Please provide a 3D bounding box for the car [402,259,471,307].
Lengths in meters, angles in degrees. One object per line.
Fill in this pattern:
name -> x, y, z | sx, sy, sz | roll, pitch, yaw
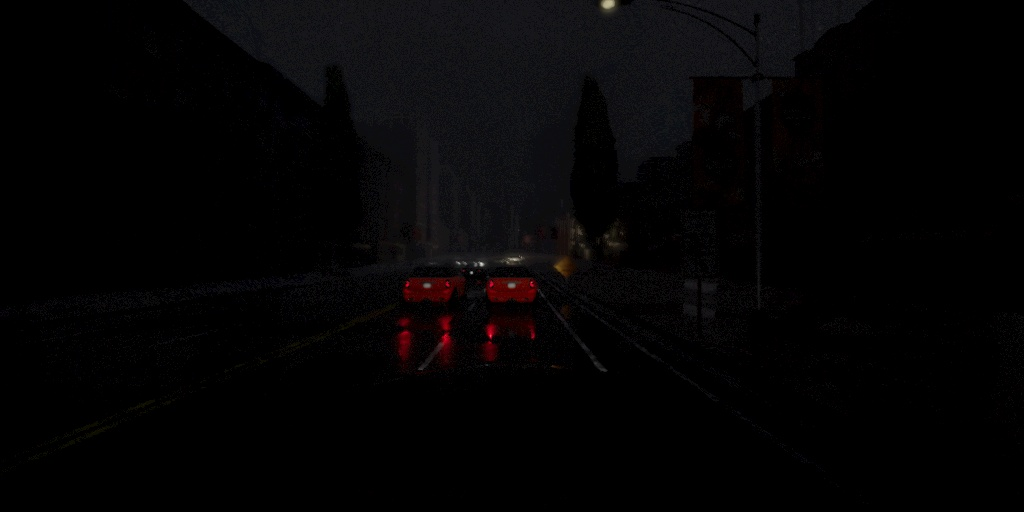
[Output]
car -> -3.261, 1.167, 15.922 | 2.097, 1.767, 4.553 | 0, 0, 0

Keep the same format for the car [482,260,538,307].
car -> -0.011, 1.167, 15.921 | 2.097, 1.767, 4.553 | 0, 0, 0

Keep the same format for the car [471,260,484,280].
car -> -3.276, 1.324, 31.134 | 1.994, 1.385, 4.181 | 0, 1, 0

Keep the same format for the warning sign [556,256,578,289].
warning sign -> 3.207, 0.933, 20.900 | 1.300, 1.860, 1.060 | 0, 0, 0
